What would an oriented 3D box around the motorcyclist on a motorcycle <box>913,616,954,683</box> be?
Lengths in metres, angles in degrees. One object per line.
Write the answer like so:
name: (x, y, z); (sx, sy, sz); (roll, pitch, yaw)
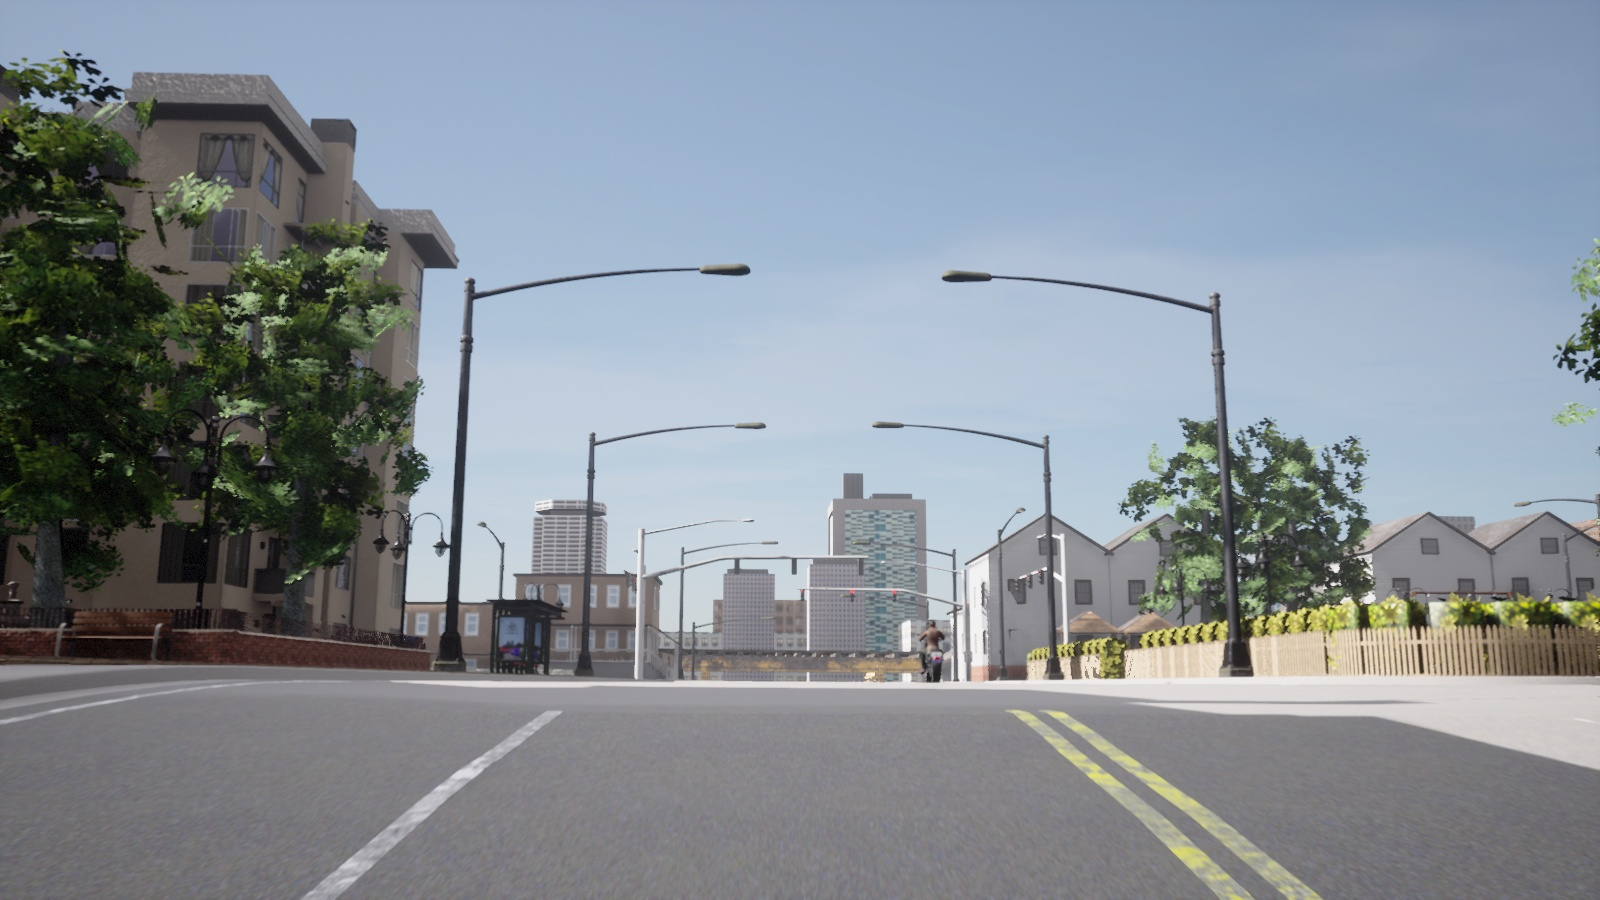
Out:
motorcyclist on a motorcycle: (3.432, 5.184, 32.442); (0.766, 1.649, 2.350); (0, -11, 0)
